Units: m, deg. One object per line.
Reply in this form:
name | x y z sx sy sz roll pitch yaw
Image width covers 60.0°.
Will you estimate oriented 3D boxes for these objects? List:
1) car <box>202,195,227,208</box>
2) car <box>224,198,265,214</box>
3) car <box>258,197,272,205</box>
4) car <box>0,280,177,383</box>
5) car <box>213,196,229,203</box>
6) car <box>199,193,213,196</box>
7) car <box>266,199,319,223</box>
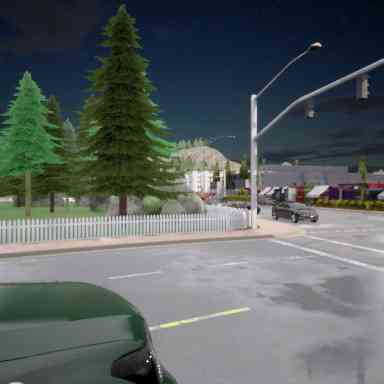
car | 2.835 1.547 44.230 2.128 1.511 4.902 0 0 -16
car | 5.454 1.656 35.245 1.895 1.301 4.718 0 0 -16
car | 11.412 1.546 53.008 2.128 1.511 4.902 0 0 -16
car | -2.756 1.222 1.670 5.566 2.045 2.150 0 0 -36
car | 6.086 1.558 71.154 1.837 1.490 4.892 0 0 -16
car | 2.939 1.276 69.605 2.150 2.045 5.566 0 0 -17
car | 8.046 1.560 26.339 1.837 1.490 4.892 0 0 -14
